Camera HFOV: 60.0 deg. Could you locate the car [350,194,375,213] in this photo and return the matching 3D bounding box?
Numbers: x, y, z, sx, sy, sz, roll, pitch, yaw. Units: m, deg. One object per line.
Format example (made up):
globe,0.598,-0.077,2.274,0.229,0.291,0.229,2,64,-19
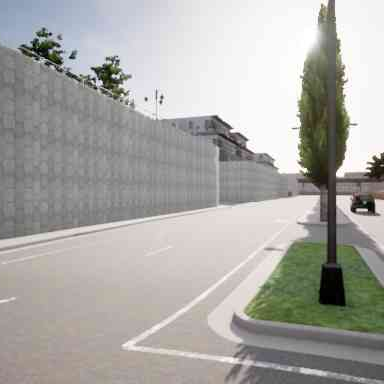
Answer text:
car,19.170,1.238,37.469,2.150,2.045,5.566,0,0,22
